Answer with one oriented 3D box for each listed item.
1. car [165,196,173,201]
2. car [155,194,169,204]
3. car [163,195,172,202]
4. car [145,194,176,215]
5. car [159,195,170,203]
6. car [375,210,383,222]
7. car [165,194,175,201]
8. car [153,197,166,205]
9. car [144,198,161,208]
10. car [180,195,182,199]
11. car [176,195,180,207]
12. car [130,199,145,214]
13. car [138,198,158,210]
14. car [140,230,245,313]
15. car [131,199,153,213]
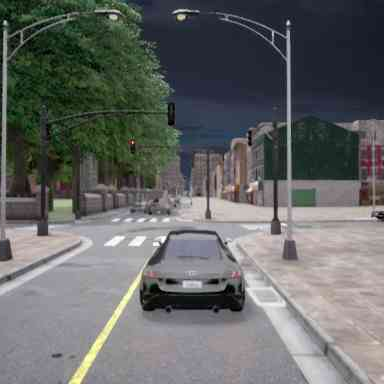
[{"bbox_3d":[-6.007,1.658,86.463,1.752,1.417,4.829,1,0,-1],"label":"car"},{"bbox_3d":[-5.798,1.366,64.833,2.192,1.841,5.009,1,0,-1],"label":"car"},{"bbox_3d":[-5.955,1.550,81.182,1.967,1.590,4.097,1,0,-1],"label":"car"},{"bbox_3d":[-3.049,1.354,33.194,2.097,1.767,4.553,0,0,1],"label":"car"},{"bbox_3d":[-5.852,1.508,70.282,1.967,1.590,4.097,1,0,-1],"label":"car"},{"bbox_3d":[15.199,1.487,22.608,4.718,1.301,1.895,-1,-1,0],"label":"car"},{"bbox_3d":[-6.055,1.475,92.084,2.192,1.841,5.009,1,0,-1],"label":"car"},{"bbox_3d":[-5.753,1.619,59.382,1.802,1.307,4.206,1,0,-1],"label":"car"},{"bbox_3d":[-5.650,1.582,48.482,1.947,1.339,4.313,1,0,-1],"label":"car"},{"bbox_3d":[-3.210,1.552,63.381,1.837,1.490,4.892,0,0,0],"label":"car"},{"bbox_3d":[-3.095,1.541,47.303,1.812,1.442,4.674,0,0,-1],"label":"car"},{"bbox_3d":[-5.558,1.554,35.897,2.008,1.369,4.403,1,0,-1],"label":"car"},{"bbox_3d":[-5.598,1.560,43.032,2.008,1.369,4.403,1,0,-1],"label":"car"},{"bbox_3d":[0.024,1.561,7.730,1.994,1.385,4.181,0,0,1],"label":"car"},{"bbox_3d":[-5.601,1.530,37.871,1.752,1.417,4.829,1,0,-1],"label":"car"}]
